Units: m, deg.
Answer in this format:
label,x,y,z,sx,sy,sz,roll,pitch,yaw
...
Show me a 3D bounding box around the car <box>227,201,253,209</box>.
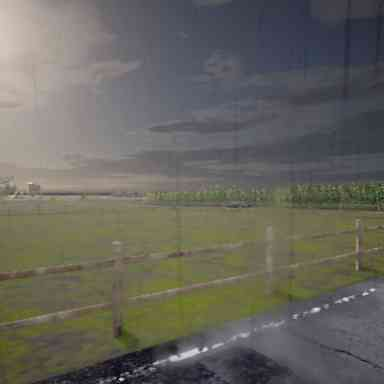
label,x,y,z,sx,sy,sz,roll,pitch,yaw
car,8.401,2.307,58.809,2.033,1.411,5.357,1,-2,-35
